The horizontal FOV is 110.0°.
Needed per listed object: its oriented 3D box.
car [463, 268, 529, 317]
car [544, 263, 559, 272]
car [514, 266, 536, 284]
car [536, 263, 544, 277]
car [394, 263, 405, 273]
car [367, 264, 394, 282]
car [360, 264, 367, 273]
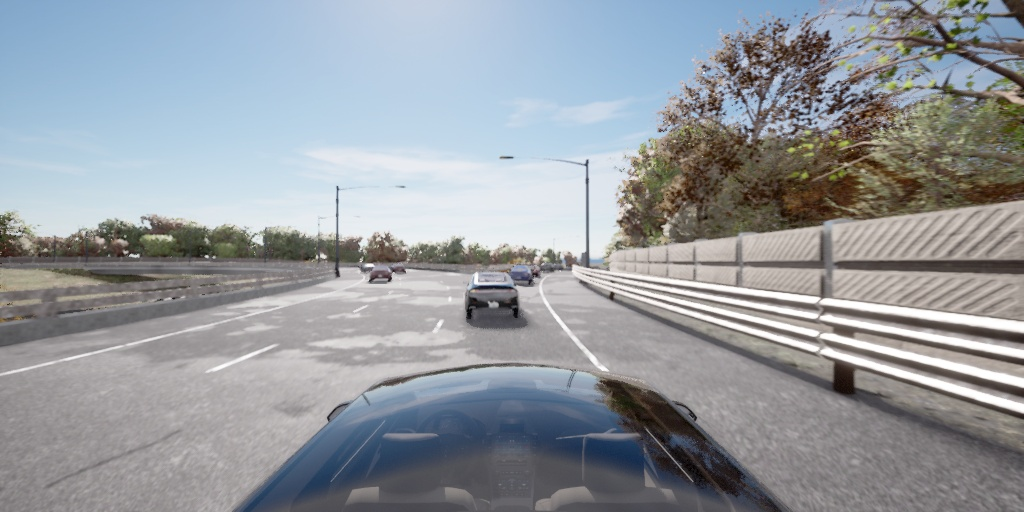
[{"bbox_3d":[-0.836,1.366,13.805,2.128,1.511,4.902,0,-1,-6],"label":"car"},{"bbox_3d":[5.746,1.806,57.632,2.128,1.511,4.902,0,-1,13],"label":"car"},{"bbox_3d":[0.774,1.562,30.154,1.812,1.442,4.674,0,-1,6],"label":"car"},{"bbox_3d":[2.273,1.747,41.369,1.895,1.301,4.718,0,-1,9],"label":"car"},{"bbox_3d":[-17.362,1.849,54.039,1.812,1.442,4.674,0,-1,-29],"label":"car"},{"bbox_3d":[-12.420,1.635,34.050,1.812,1.442,4.674,0,-1,-18],"label":"car"},{"bbox_3d":[-22.544,1.905,56.108,2.033,1.411,5.357,0,-1,-31],"label":"car"}]
